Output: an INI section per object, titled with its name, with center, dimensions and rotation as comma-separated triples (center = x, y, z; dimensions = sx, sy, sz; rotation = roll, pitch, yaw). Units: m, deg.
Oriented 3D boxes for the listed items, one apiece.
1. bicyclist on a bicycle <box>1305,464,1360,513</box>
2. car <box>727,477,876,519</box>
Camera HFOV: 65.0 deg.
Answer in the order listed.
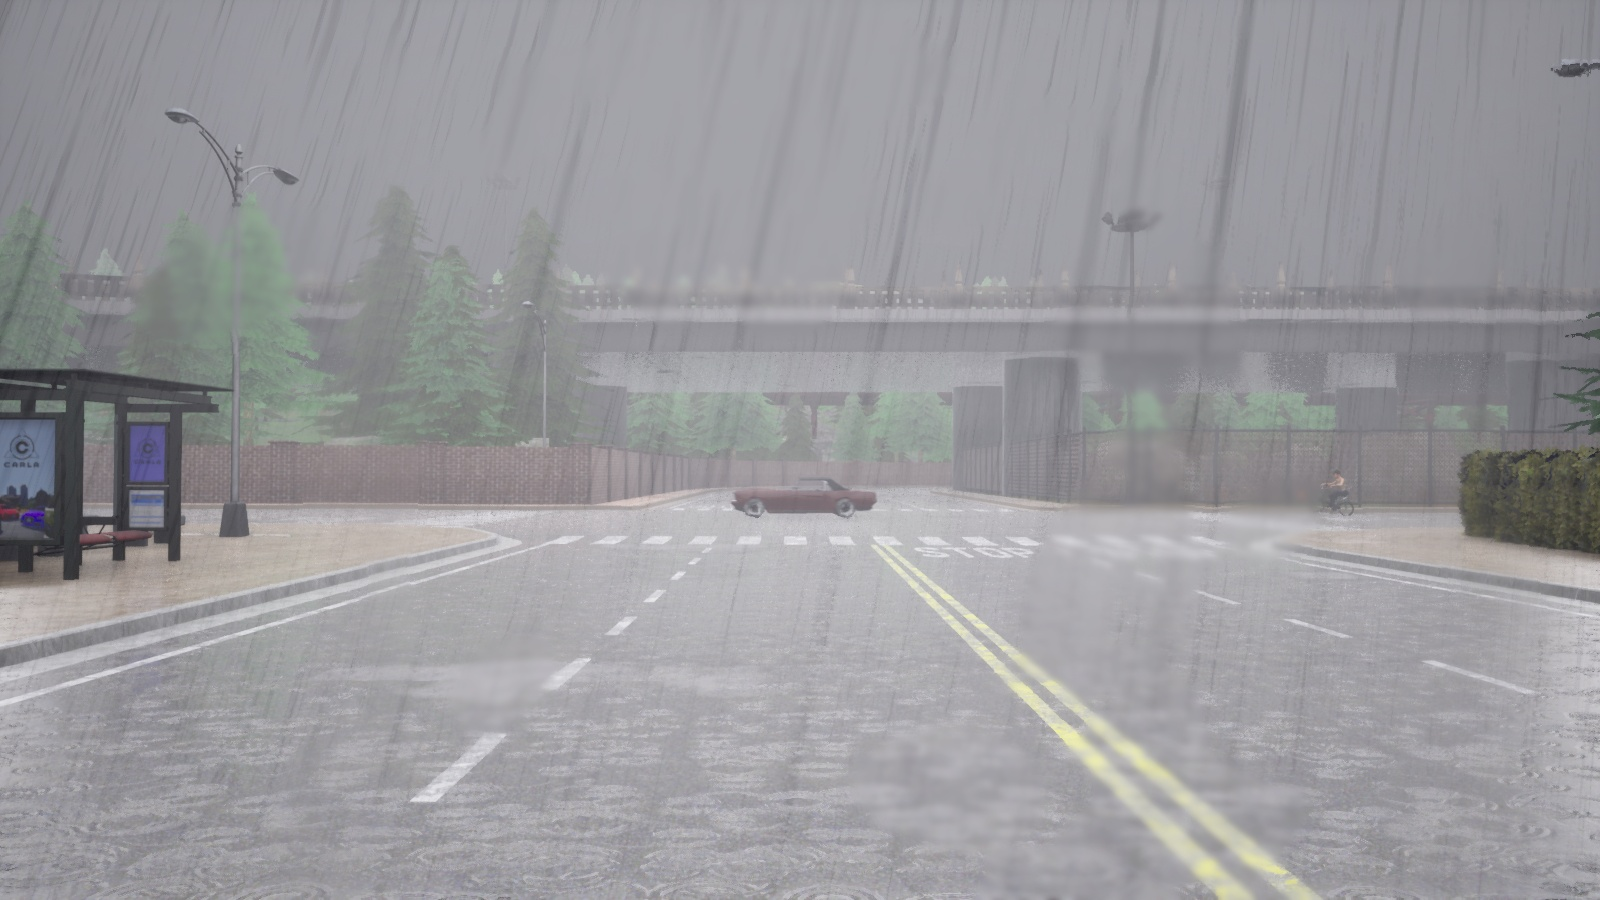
[bicyclist on a bicycle]
center = 18.831, 1.361, 44.405
dimensions = 1.509, 1.612, 0.866
rotation = 3, -1, 0
[car]
center = 0.050, 1.549, 40.826
dimensions = 4.718, 1.301, 1.895
rotation = 0, -1, 0
